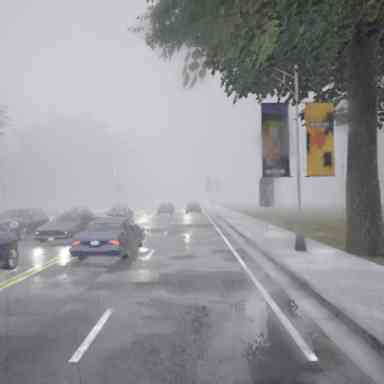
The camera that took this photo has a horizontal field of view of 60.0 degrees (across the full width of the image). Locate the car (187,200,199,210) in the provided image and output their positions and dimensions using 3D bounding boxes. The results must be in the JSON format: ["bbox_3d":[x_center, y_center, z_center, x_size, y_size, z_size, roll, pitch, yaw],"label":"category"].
[{"bbox_3d":[0.209,2.055,54.061,1.812,1.442,4.674,-1,-1,0],"label":"car"}]

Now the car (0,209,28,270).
[{"bbox_3d":[-6.589,1.535,8.742,2.097,1.767,4.553,-1,-1,0],"label":"car"}]

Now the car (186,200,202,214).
[{"bbox_3d":[0.188,2.003,40.801,1.895,1.301,4.718,-1,-1,0],"label":"car"}]

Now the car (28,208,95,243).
[{"bbox_3d":[-6.565,1.828,18.122,2.033,1.411,5.357,-1,-1,0],"label":"car"}]

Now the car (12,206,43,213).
[{"bbox_3d":[-9.811,1.690,18.777,2.097,1.767,4.553,-1,-1,0],"label":"car"}]

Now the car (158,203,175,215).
[{"bbox_3d":[-3.064,1.993,40.046,2.033,1.411,5.357,-1,-1,0],"label":"car"}]

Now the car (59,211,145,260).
[{"bbox_3d":[-3.130,1.723,13.245,2.033,1.411,5.357,-1,-1,0],"label":"car"}]

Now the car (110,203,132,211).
[{"bbox_3d":[-6.528,2.002,29.993,1.895,1.301,4.718,-1,-1,0],"label":"car"}]
